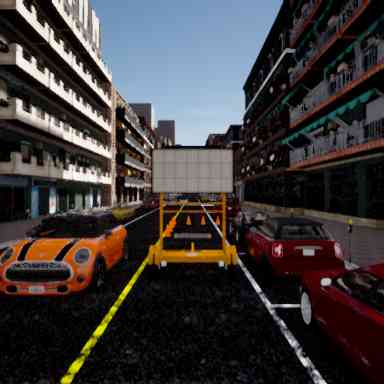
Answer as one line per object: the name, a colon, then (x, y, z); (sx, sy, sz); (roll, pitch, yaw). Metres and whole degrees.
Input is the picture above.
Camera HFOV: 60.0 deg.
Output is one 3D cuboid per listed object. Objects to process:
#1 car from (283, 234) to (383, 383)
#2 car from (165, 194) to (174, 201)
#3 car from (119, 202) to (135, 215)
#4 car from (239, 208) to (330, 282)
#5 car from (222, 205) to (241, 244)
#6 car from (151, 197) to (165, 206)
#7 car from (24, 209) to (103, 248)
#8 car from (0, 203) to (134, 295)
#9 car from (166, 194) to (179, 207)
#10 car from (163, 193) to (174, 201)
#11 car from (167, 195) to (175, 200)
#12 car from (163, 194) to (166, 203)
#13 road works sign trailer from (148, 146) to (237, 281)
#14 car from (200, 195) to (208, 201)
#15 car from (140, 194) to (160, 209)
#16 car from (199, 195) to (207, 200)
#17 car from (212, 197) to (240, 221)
car: (2.700, 1.539, 4.018); (1.887, 1.381, 4.507); (0, 0, 0)
car: (-5.506, 1.302, 82.949); (1.967, 1.590, 4.097); (0, 0, 0)
car: (-5.632, 1.487, 26.415); (1.752, 1.417, 4.829); (0, 0, 0)
car: (2.712, 1.427, 9.655); (1.967, 1.590, 4.097); (0, 0, 0)
car: (2.725, 1.529, 15.290); (2.008, 1.369, 4.403); (0, 0, 0)
car: (-5.570, 1.495, 54.769); (1.802, 1.307, 4.206); (0, 0, 0)
car: (-5.657, 1.544, 15.312); (1.947, 1.339, 4.313); (0, 0, 0)
car: (-3.081, 1.340, 8.848); (2.097, 1.767, 4.553); (0, 0, 0)
car: (-2.978, 1.412, 50.760); (2.128, 1.511, 4.902); (0, 0, 0)
car: (-5.518, 1.187, 77.313); (2.192, 1.841, 5.009); (0, 0, 0)
car: (-5.494, 1.396, 88.587); (1.887, 1.381, 4.507); (0, 0, 0)
car: (-5.580, 1.238, 49.132); (2.192, 1.841, 5.009); (0, 0, 0)
road works sign trailer: (0.021, 0.451, 9.792); (2.380, 3.560, 2.880); (0, 0, 0)
car: (2.862, 1.397, 77.461); (1.752, 1.417, 4.829); (0, 0, 0)
car: (-5.594, 1.373, 43.496); (1.967, 1.590, 4.097); (0, 0, 0)
car: (2.886, 1.396, 88.564); (1.887, 1.381, 4.507); (0, 0, 0)
car: (2.751, 1.276, 26.563); (2.192, 1.841, 5.009); (0, 0, 0)
